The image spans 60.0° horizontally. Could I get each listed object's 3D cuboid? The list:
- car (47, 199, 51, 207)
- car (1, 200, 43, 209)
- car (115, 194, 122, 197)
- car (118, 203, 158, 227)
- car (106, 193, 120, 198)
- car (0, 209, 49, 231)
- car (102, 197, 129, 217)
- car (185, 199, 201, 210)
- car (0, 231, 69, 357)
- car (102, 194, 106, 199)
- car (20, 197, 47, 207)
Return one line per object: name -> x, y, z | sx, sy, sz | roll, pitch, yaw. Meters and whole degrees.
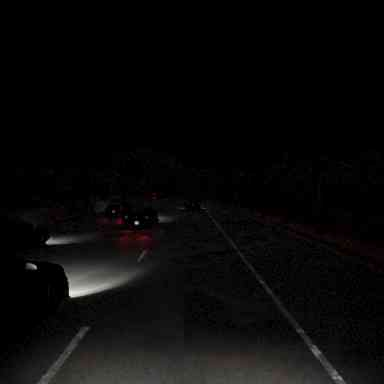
car -> -21.083, 1.496, 45.597 | 1.882, 1.535, 5.008 | 0, 0, 0
car -> -14.100, 1.564, 26.709 | 1.994, 1.385, 4.181 | 0, 0, 0
car -> -14.008, 1.676, 68.528 | 1.895, 1.301, 4.718 | 0, 0, 0
car -> -3.402, 1.600, 22.699 | 1.895, 1.301, 4.718 | 0, 0, 0
car -> -17.648, 1.340, 76.847 | 2.150, 2.045, 5.566 | 0, 0, -1
car -> -6.902, 1.546, 11.621 | 2.033, 1.411, 5.357 | 0, 0, 0
car -> -6.903, 1.528, 31.586 | 1.812, 1.442, 4.674 | 0, 0, 0
car -> 0.096, 1.580, 42.921 | 1.994, 1.385, 4.181 | 0, 0, 0
car -> -3.401, 1.563, 4.871 | 1.994, 1.385, 4.181 | 0, 0, 0
car -> -22.409, 1.426, 87.321 | 2.097, 1.767, 4.553 | 0, 0, -10
car -> -17.596, 1.482, 34.990 | 1.882, 1.535, 5.008 | 0, 0, 0
